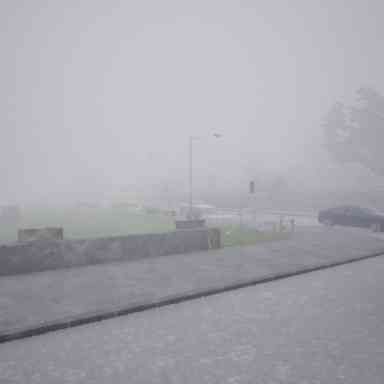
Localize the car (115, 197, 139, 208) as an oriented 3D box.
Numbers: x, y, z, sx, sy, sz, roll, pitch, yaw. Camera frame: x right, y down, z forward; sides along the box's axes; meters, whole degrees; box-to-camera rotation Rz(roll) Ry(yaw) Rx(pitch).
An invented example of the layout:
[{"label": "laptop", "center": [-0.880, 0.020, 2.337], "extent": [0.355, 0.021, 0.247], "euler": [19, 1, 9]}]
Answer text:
[{"label": "car", "center": [-9.210, 1.475, 47.060], "extent": [1.882, 1.535, 5.008], "euler": [0, 0, -35]}]

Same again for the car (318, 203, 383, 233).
[{"label": "car", "center": [9.961, 1.475, 19.858], "extent": [1.882, 1.535, 5.008], "euler": [0, 0, -31]}]

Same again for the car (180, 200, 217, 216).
[{"label": "car", "center": [0.517, 1.524, 33.412], "extent": [1.812, 1.442, 4.674], "euler": [0, 0, -36]}]
